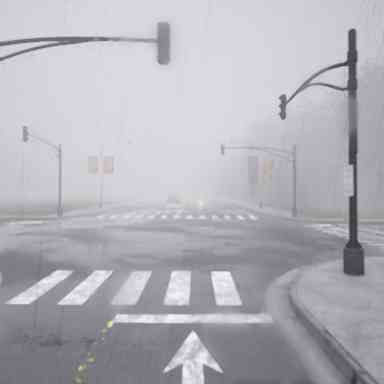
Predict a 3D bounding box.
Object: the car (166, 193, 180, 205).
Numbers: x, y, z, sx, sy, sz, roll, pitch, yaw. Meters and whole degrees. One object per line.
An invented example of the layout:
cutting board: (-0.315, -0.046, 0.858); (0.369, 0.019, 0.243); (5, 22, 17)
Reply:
car: (-2.889, 0.986, 51.312); (2.097, 1.767, 4.553); (0, 0, 0)
